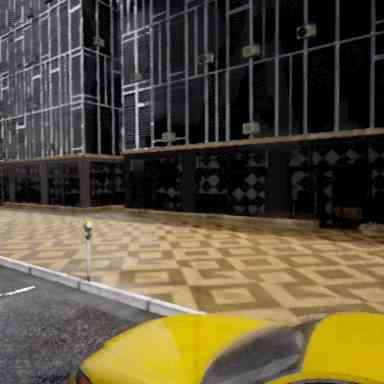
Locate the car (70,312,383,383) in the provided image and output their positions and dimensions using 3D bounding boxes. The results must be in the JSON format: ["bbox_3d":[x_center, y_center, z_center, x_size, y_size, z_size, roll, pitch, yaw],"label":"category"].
[{"bbox_3d":[1.140,1.436,2.091,4.829,1.417,1.752,1,3,37],"label":"car"}]
